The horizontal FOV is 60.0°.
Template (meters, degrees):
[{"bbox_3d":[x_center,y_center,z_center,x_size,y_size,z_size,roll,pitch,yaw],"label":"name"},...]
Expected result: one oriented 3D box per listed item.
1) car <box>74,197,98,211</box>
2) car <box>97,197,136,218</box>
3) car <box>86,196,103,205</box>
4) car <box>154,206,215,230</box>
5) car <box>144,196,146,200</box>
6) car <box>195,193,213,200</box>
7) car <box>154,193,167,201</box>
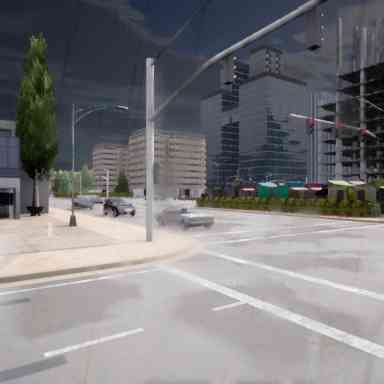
[{"bbox_3d":[-13.790,1.505,41.828,1.837,1.490,4.892,0,0,-33],"label":"car"},{"bbox_3d":[-6.810,1.492,30.898,2.128,1.511,4.902,0,0,-33],"label":"car"},{"bbox_3d":[-18.306,1.564,62.201,1.994,1.385,4.181,0,0,-33],"label":"car"},{"bbox_3d":[-0.563,1.601,21.138,1.895,1.301,4.718,0,0,-33],"label":"car"},{"bbox_3d":[-9.389,1.153,81.045,4.605,1.855,1.932,0,0,-34],"label":"car"},{"bbox_3d":[3.221,1.156,62.389,3.866,1.878,1.905,0,0,-34],"label":"car"},{"bbox_3d":[-7.811,1.156,78.618,3.866,1.878,1.905,0,0,-34],"label":"car"}]
